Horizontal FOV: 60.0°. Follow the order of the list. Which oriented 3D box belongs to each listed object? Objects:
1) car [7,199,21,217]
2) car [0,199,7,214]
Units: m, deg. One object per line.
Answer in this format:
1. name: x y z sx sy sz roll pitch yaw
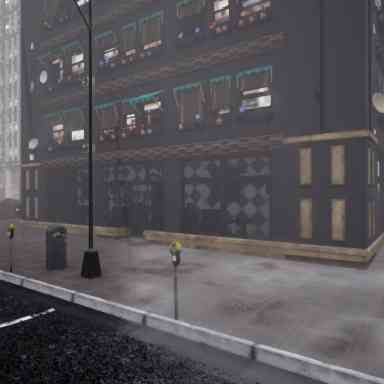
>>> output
1. car: -11.432 1.282 25.742 1.947 1.339 4.313 1 1 35
2. car: -16.195 1.308 29.054 1.994 1.385 4.181 0 1 35
